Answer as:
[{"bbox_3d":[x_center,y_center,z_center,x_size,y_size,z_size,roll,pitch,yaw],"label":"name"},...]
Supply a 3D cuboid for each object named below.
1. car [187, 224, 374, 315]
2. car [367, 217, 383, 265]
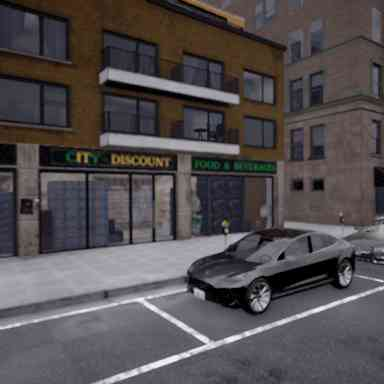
[{"bbox_3d":[1.932,1.527,7.475,4.313,1.339,1.947,0,0,-35],"label":"car"},{"bbox_3d":[6.478,1.474,10.602,4.403,1.369,2.008,0,0,-35],"label":"car"}]
